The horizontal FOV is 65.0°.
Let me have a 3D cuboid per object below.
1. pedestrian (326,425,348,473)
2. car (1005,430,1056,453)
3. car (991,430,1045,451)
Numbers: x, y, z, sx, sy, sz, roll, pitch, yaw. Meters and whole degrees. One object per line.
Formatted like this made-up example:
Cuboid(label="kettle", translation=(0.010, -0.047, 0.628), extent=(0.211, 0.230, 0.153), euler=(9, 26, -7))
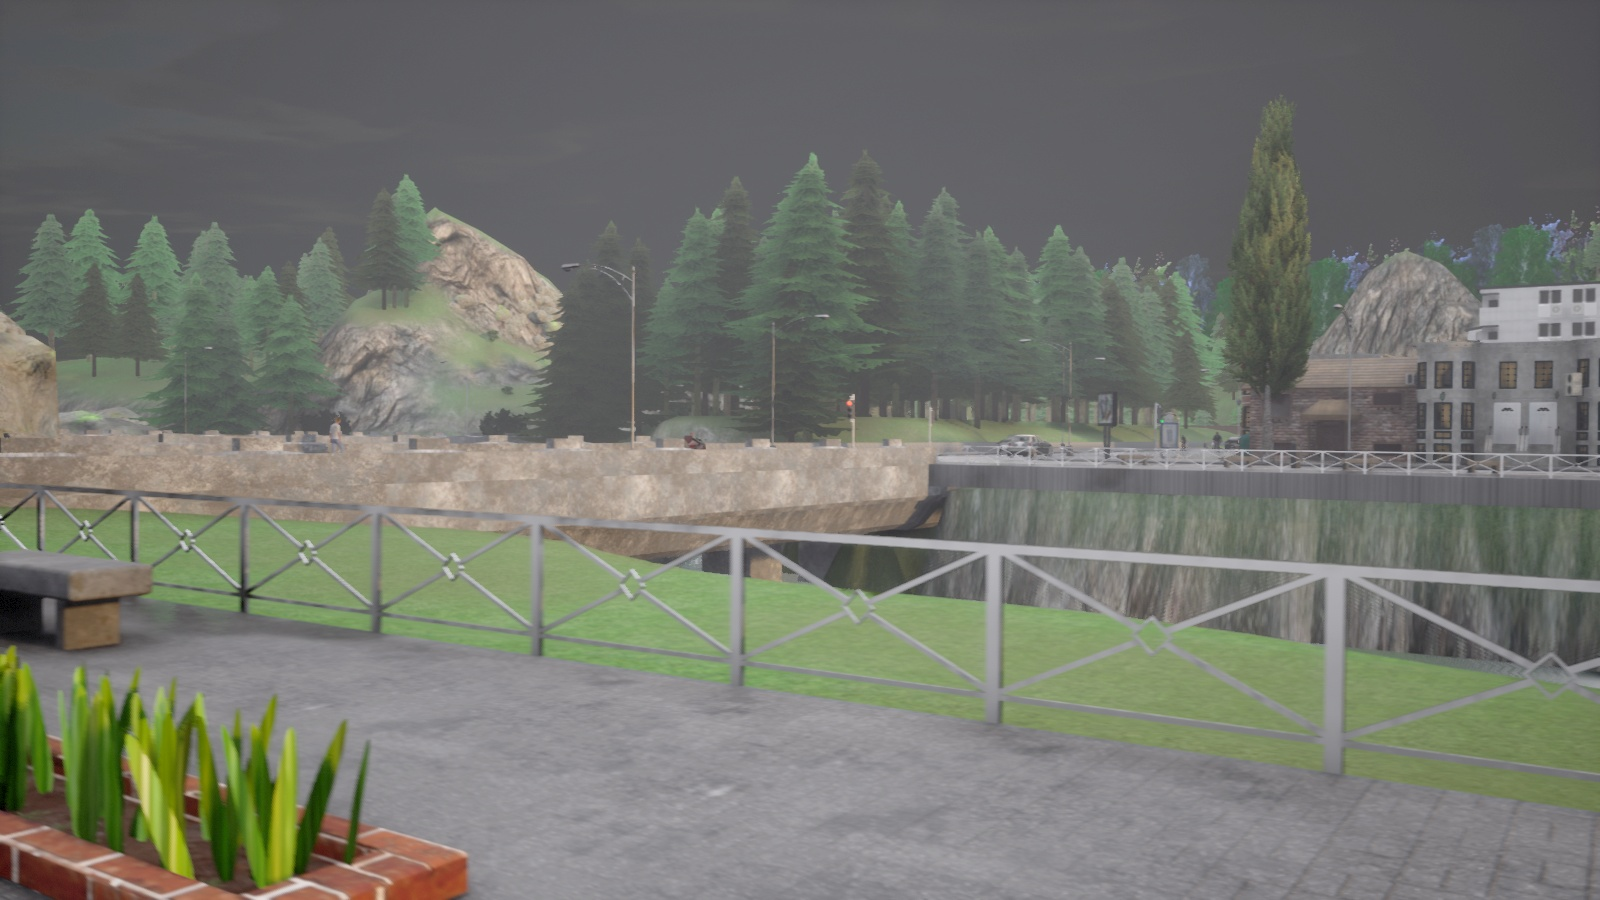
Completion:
Cuboid(label="pedestrian", translation=(-17.698, -0.054, 48.032), extent=(0.354, 1.836, 0.706), euler=(0, 1, 35))
Cuboid(label="car", translation=(15.213, -0.570, 82.715), extent=(1.970, 1.475, 3.806), euler=(0, 1, 33))
Cuboid(label="car", translation=(15.799, -0.695, 90.846), extent=(2.128, 1.511, 4.902), euler=(0, 1, 33))
